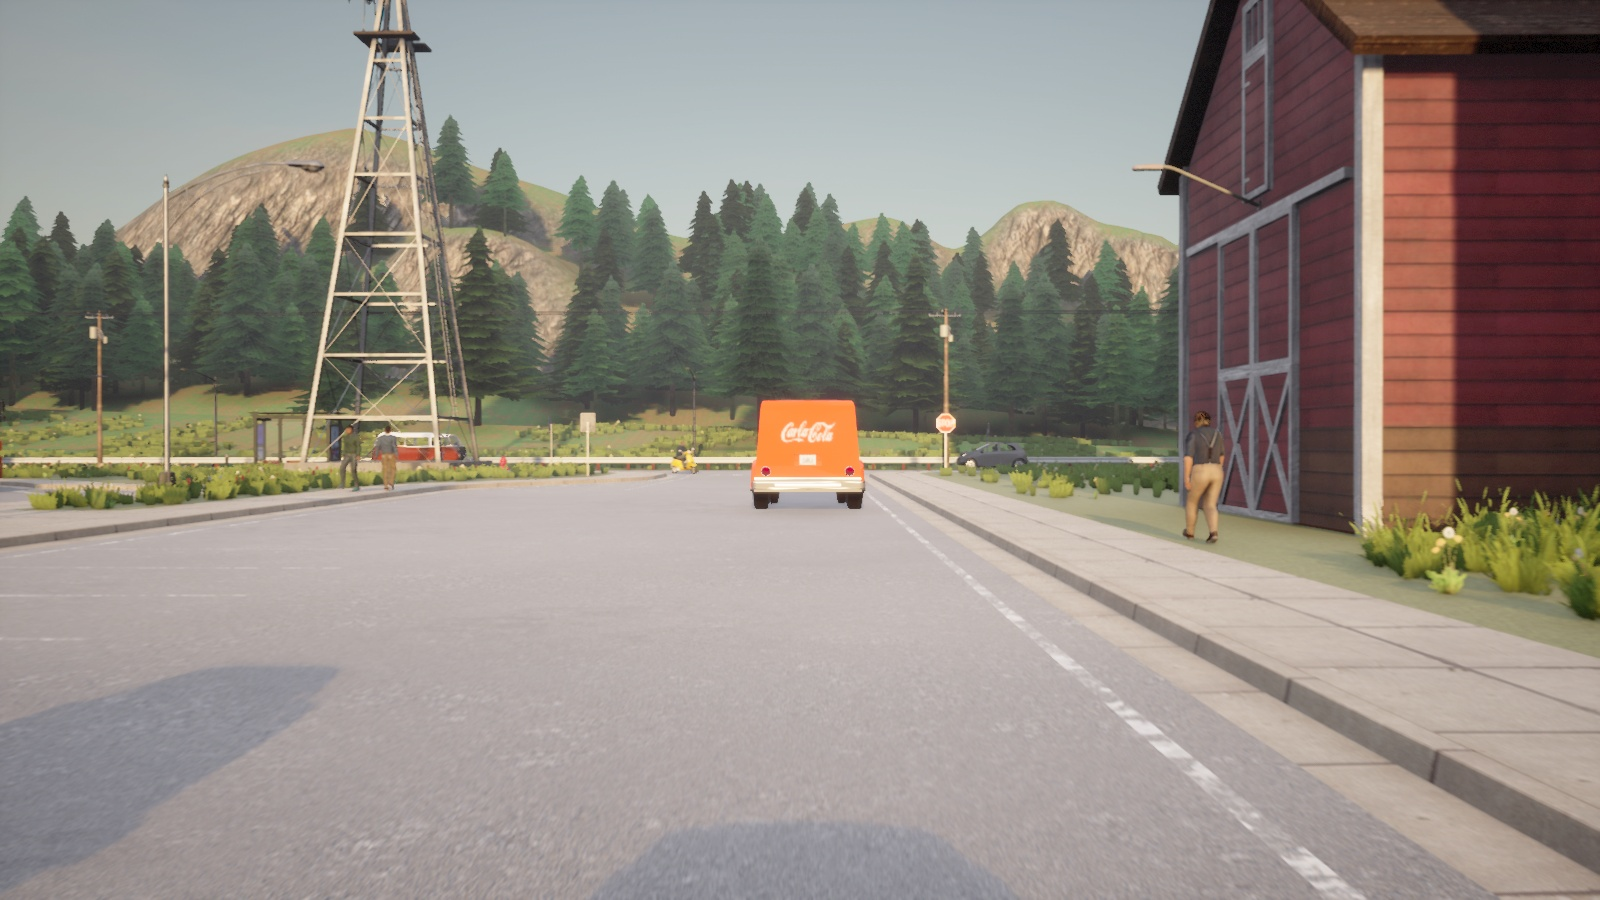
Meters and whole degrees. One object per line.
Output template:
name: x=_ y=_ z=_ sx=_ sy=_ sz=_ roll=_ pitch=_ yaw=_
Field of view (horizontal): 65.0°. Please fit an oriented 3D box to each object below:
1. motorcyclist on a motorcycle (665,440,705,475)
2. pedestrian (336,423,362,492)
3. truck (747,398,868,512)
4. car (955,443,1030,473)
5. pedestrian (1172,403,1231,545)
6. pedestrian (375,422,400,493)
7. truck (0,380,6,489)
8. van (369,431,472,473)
motorcyclist on a motorcycle: x=-5.485 y=0.358 z=59.902 sx=1.817 sy=1.590 sz=0.866 roll=0 pitch=3 yaw=43
pedestrian: x=-12.198 y=0.201 z=33.973 sx=0.353 sy=1.847 sz=0.614 roll=0 pitch=0 yaw=17
truck: x=0.187 y=0.091 z=29.894 sx=2.627 sy=2.467 sz=5.204 roll=0 pitch=0 yaw=0
car: x=9.982 y=0.400 z=65.396 sx=3.633 sy=1.501 sz=1.845 roll=0 pitch=0 yaw=1
pedestrian: x=5.317 y=0.311 z=16.636 sx=0.540 sy=1.848 sz=0.694 roll=0 pitch=0 yaw=-2
pedestrian: x=-11.379 y=0.197 z=34.631 sx=0.423 sy=1.949 sz=0.788 roll=0 pitch=0 yaw=1
truck: x=-26.237 y=-0.460 z=36.136 sx=2.891 sy=3.462 sz=7.936 roll=0 pitch=0 yaw=-10
van: x=-18.859 y=0.105 z=62.568 sx=4.480 sy=2.038 sz=2.069 roll=0 pitch=0 yaw=1
